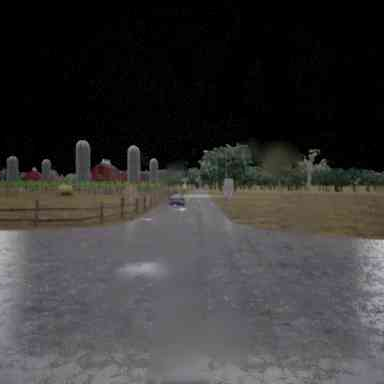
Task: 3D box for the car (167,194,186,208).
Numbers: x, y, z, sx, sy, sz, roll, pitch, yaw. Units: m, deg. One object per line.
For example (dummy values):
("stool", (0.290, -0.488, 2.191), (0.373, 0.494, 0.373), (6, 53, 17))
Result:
("car", (-1.699, 0.959, 37.764), (2.033, 1.411, 5.357), (0, 1, 2))
